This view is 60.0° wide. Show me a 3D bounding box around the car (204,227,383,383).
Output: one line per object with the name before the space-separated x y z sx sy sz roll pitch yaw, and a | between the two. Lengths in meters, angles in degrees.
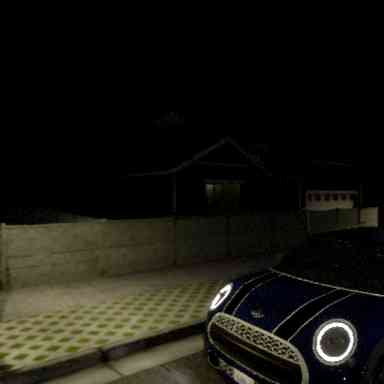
car | 2.369 1.361 4.753 4.553 1.767 2.097 0 0 -35
